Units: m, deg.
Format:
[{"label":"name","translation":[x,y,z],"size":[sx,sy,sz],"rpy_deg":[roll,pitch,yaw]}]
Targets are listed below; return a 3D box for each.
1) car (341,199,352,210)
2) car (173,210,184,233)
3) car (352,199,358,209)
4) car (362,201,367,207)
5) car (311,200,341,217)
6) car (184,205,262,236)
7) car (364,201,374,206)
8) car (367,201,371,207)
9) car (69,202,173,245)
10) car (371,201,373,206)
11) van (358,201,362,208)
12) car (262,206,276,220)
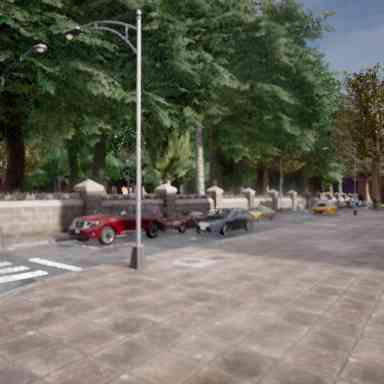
[{"label":"car","translation":[25.126,2.296,56.290],"size":[2.008,1.369,4.403],"rpy_deg":[-1,-1,36]},{"label":"car","translation":[-0.333,1.766,20.904],"size":[1.802,1.307,4.206],"rpy_deg":[-1,-1,36]},{"label":"car","translation":[28.309,2.388,60.713],"size":[1.947,1.339,4.313],"rpy_deg":[-1,-1,36]},{"label":"car","translation":[34.574,2.502,69.421],"size":[1.752,1.417,4.829],"rpy_deg":[-1,-1,36]},{"label":"car","translation":[15.167,1.955,38.017],"size":[1.882,1.535,5.008],"rpy_deg":[0,-1,36]},{"label":"car","translation":[2.024,1.689,19.820],"size":[2.128,1.511,4.902],"rpy_deg":[0,-1,36]},{"label":"car","translation":[43.831,2.794,82.336],"size":[1.802,1.307,4.206],"rpy_deg":[-1,-1,36]},{"label":"car","translation":[37.856,2.625,73.982],"size":[1.947,1.339,4.313],"rpy_deg":[-1,-1,36]},{"label":"car","translation":[-3.515,1.436,16.486],"size":[2.192,1.841,5.009],"rpy_deg":[-1,-1,36]},{"label":"car","translation":[40.761,2.684,78.036],"size":[2.008,1.369,4.403],"rpy_deg":[-1,-1,36]},{"label":"van","translation":[31.491,2.241,65.140],"size":[1.690,1.788,3.998],"rpy_deg":[-1,-1,36]},{"label":"car","translation":[5.932,1.839,29.614],"size":[1.752,1.417,4.829],"rpy_deg":[-1,-1,36]}]
